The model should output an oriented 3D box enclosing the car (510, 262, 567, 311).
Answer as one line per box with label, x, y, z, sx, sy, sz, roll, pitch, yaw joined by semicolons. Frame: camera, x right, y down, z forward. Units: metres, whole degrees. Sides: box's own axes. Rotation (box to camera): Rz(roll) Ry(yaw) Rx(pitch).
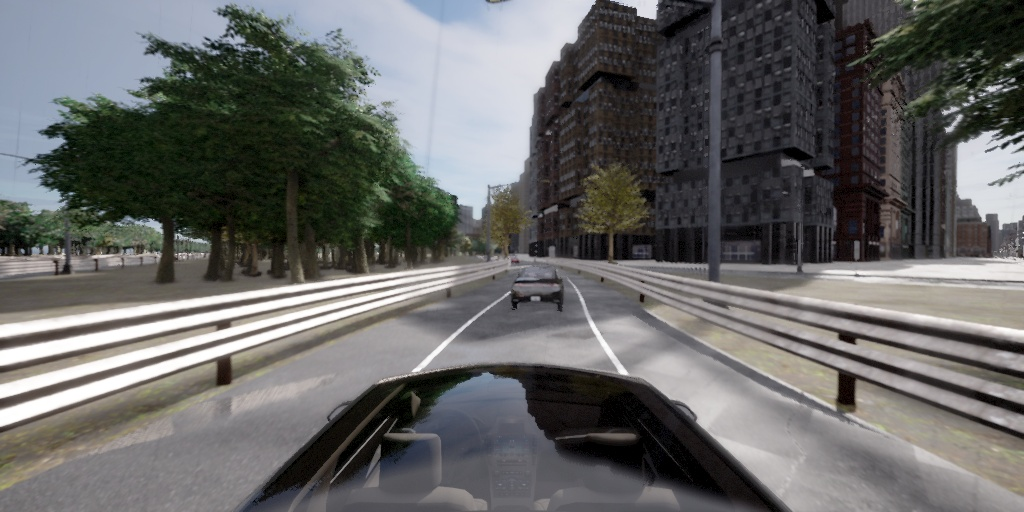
car;1.075;1.157;14.023;2.128;1.511;4.902;0;0;7
